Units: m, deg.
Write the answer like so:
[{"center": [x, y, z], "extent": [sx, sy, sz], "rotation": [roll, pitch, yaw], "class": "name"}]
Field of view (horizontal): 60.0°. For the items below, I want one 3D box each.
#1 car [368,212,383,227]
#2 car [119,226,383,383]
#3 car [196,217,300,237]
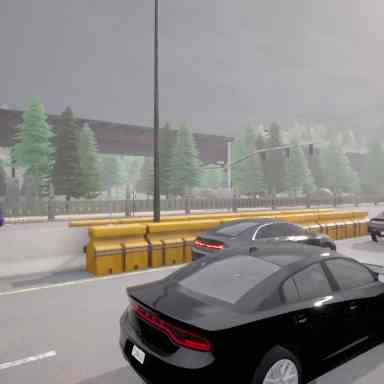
[{"center": [9.909, 1.491, 15.124], "extent": [4.902, 1.511, 2.128], "rotation": [0, 0, -36], "class": "car"}, {"center": [1.474, 1.478, 4.798], "extent": [5.008, 1.535, 1.882], "rotation": [0, 0, -36], "class": "car"}, {"center": [2.242, 1.505, 9.650], "extent": [4.892, 1.490, 1.837], "rotation": [0, 0, -35], "class": "car"}]
